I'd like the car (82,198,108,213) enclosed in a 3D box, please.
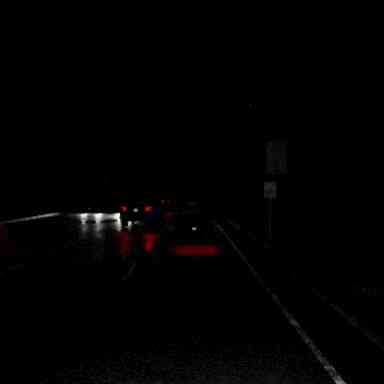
[{"bbox_3d":[-10.601,1.472,36.707,1.837,1.490,4.892,0,0,0],"label":"car"}]

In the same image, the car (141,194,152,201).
[{"bbox_3d":[-10.528,1.280,77.437,1.882,1.535,5.008,0,0,0],"label":"car"}]

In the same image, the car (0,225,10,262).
[{"bbox_3d":[-7.004,1.470,9.031,1.882,1.535,5.008,0,0,0],"label":"car"}]

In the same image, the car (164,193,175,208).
[{"bbox_3d":[-3.417,1.185,41.149,2.150,2.045,5.566,0,0,0],"label":"car"}]

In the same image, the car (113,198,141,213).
[{"bbox_3d":[-7.101,1.458,37.002,2.128,1.511,4.902,0,0,0],"label":"car"}]

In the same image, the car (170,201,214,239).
[{"bbox_3d":[0.094,1.462,17.137,1.882,1.535,5.008,0,0,0],"label":"car"}]

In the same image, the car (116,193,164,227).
[{"bbox_3d":[-3.411,1.201,22.807,2.150,2.045,5.566,0,0,0],"label":"car"}]

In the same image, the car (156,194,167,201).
[{"bbox_3d":[-7.028,1.322,77.850,2.128,1.511,4.902,0,0,0],"label":"car"}]

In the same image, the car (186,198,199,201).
[{"bbox_3d":[0.085,1.457,39.291,2.128,1.511,4.902,0,0,0],"label":"car"}]
